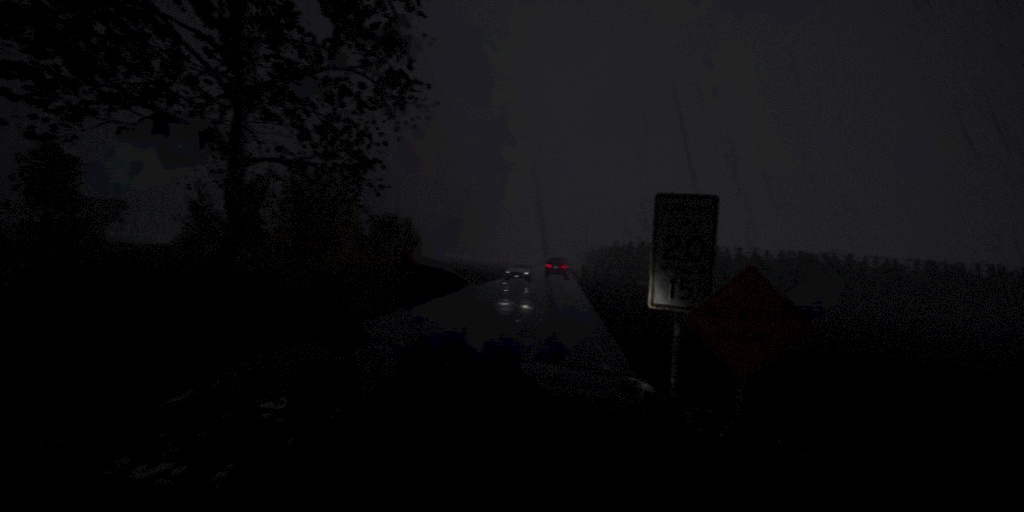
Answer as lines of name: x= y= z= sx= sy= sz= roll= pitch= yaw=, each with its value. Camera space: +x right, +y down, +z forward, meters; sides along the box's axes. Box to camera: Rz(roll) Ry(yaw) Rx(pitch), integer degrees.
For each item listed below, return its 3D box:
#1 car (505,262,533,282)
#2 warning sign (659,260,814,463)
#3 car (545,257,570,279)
car: x=0.672 y=1.248 z=29.080 sx=1.812 sy=1.442 sz=4.674 roll=4 pitch=0 yaw=8
warning sign: x=2.495 y=1.015 z=4.007 sx=1.300 sy=1.860 sz=1.060 roll=0 pitch=0 yaw=8
car: x=4.590 y=1.171 z=36.291 sx=2.150 sy=2.045 sz=5.566 roll=4 pitch=0 yaw=8
